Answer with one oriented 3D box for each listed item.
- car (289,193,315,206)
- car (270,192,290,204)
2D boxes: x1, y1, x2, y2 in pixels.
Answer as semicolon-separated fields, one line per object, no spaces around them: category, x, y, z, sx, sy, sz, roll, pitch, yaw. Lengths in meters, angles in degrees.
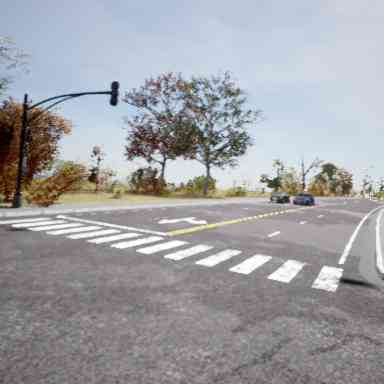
car;15.280;0.917;45.208;2.097;1.767;4.553;5;2;32
car;12.453;0.805;46.817;2.128;1.511;4.902;5;2;32
